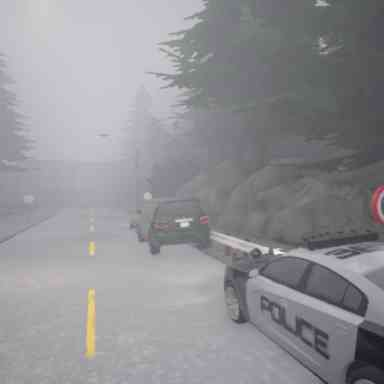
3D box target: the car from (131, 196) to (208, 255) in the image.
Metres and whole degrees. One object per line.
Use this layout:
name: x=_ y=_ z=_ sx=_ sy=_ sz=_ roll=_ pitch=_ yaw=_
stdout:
car: x=-1.015 y=1.232 z=14.032 sx=2.150 sy=2.045 sz=5.566 roll=-4 pitch=1 yaw=-17

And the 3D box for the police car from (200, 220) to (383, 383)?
police car: x=1.965 y=1.366 z=4.565 sx=1.930 sy=1.638 sz=5.238 roll=-5 pitch=1 yaw=-17

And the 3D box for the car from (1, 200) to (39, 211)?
car: x=-24.895 y=1.959 z=48.354 sx=4.902 sy=1.511 sz=2.128 roll=-1 pitch=0 yaw=-12

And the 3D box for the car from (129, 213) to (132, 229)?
car: x=-2.659 y=1.558 z=19.965 sx=1.801 sy=1.575 sz=5.366 roll=-1 pitch=0 yaw=-17
